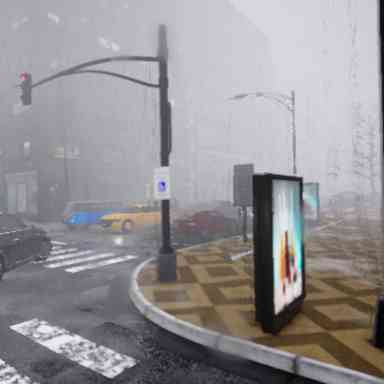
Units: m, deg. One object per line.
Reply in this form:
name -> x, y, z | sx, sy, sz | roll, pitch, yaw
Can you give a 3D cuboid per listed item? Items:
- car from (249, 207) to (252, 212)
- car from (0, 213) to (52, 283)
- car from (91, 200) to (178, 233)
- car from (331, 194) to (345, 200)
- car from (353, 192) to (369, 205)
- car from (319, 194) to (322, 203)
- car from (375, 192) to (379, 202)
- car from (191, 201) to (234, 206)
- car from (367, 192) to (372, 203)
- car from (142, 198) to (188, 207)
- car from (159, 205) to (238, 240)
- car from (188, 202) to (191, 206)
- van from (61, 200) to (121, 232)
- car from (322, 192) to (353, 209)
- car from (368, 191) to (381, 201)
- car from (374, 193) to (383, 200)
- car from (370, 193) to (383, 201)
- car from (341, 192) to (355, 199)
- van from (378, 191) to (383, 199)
car -> 7.942, 1.470, 35.933 | 1.895, 1.301, 4.718 | -2, -1, 36
car -> -5.653, 1.341, 9.227 | 2.097, 1.767, 4.553 | -1, -1, -4
car -> -3.334, 1.496, 20.358 | 1.882, 1.535, 5.008 | -2, -1, 37
car -> 32.740, 1.163, 74.597 | 1.947, 1.339, 4.313 | -1, 0, 36
car -> 23.316, 1.151, 47.296 | 2.008, 1.369, 4.403 | -1, 0, 36
car -> 23.013, 1.154, 61.165 | 1.967, 1.590, 4.097 | -1, 0, 36
car -> 29.800, 1.102, 56.250 | 1.802, 1.307, 4.206 | -1, 0, 36
car -> 2.232, 1.470, 28.052 | 1.812, 1.442, 4.674 | -2, -1, 36
car -> 26.558, 1.105, 51.773 | 1.887, 1.381, 4.507 | -1, 0, 36
car -> -2.923, 1.360, 25.349 | 2.192, 1.841, 5.009 | -1, 0, 36
car -> 0.625, 1.476, 15.956 | 1.802, 1.307, 4.206 | -1, 0, 36
car -> 0.323, 1.546, 29.826 | 1.887, 1.381, 4.507 | -1, 0, 36
van -> -6.164, 1.429, 20.872 | 1.690, 1.788, 3.998 | -1, 0, 36
car -> 16.831, 1.121, 38.342 | 1.967, 1.590, 4.097 | -1, 0, 36
car -> 33.037, 0.796, 60.728 | 2.192, 1.841, 5.009 | -1, 0, 36
car -> 39.525, 0.986, 69.681 | 1.802, 1.307, 4.206 | -1, 0, 36
car -> 36.283, 0.993, 65.204 | 2.008, 1.369, 4.403 | -1, 0, 36
car -> 39.219, 0.838, 83.551 | 2.192, 1.841, 5.009 | -1, 0, 36
van -> 42.763, 0.707, 74.159 | 1.690, 1.788, 3.998 | -1, 0, 36
